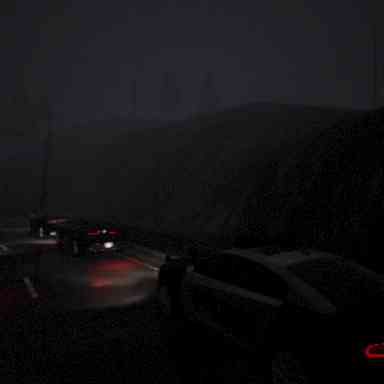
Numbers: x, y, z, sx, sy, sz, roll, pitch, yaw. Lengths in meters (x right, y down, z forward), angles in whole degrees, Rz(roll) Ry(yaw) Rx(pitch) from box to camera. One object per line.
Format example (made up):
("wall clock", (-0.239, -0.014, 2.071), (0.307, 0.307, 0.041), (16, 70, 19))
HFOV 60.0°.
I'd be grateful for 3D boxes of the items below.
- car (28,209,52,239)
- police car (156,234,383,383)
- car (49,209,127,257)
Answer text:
("car", (-7.870, 1.668, 18.804), (1.882, 1.535, 5.008), (1, -1, -37))
("police car", (1.050, 1.498, 5.265), (1.930, 1.638, 5.238), (1, -1, -30))
("car", (-4.315, 1.654, 13.817), (1.837, 1.490, 4.892), (1, -1, -34))
